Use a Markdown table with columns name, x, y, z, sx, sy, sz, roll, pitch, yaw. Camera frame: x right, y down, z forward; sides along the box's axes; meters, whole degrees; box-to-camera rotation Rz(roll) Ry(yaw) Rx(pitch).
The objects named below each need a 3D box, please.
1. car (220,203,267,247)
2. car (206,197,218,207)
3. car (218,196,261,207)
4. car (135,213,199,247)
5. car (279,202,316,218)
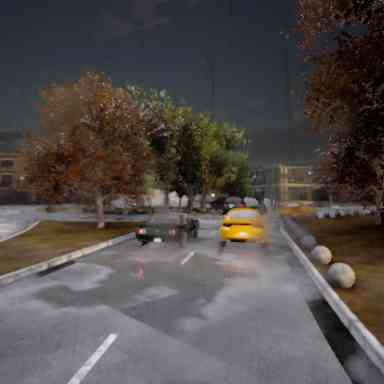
| name | x | y | z | sx | sy | sz | roll | pitch | yaw |
| --- | --- | --- | --- | --- | --- | --- | --- | --- | --- |
| car | 2.413 | 1.503 | 15.401 | 1.882 | 1.535 | 5.008 | 0 | 0 | 10 |
| car | 6.081 | 1.982 | 65.073 | 2.150 | 2.045 | 5.566 | 1 | -1 | -45 |
| car | 5.023 | 1.443 | 31.105 | 2.150 | 2.045 | 5.566 | -1 | -2 | 36 |
| car | -0.915 | 1.608 | 15.208 | 1.895 | 1.301 | 4.718 | 0 | 0 | 11 |
| car | 10.299 | 1.756 | 32.204 | 1.882 | 1.535 | 5.008 | -1 | -1 | 44 |
